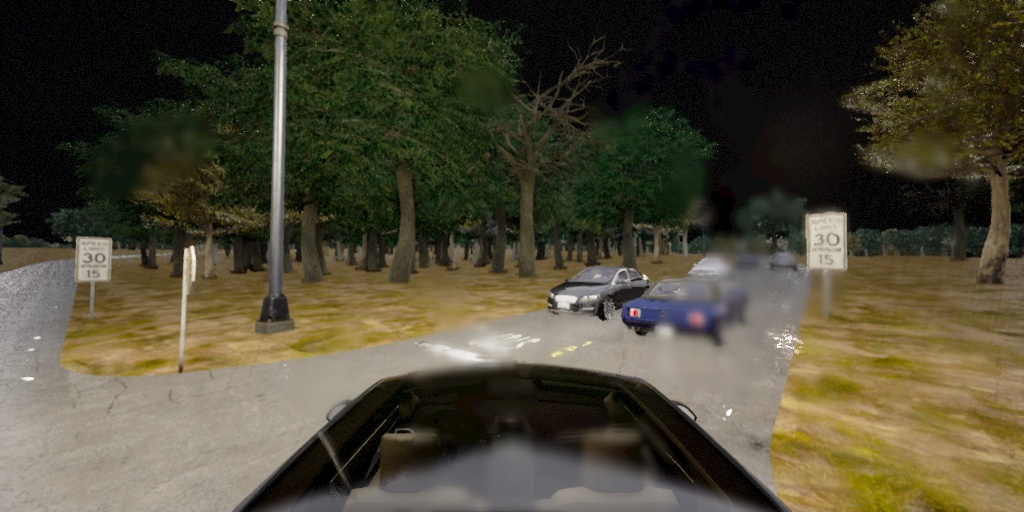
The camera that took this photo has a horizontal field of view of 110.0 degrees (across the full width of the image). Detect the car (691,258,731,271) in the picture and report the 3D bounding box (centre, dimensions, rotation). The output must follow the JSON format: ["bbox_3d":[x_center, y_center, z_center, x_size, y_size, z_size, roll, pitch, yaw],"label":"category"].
[{"bbox_3d":[13.309,0.887,23.900,1.812,1.442,4.674,-1,1,41],"label":"car"}]

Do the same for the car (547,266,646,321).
[{"bbox_3d":[3.078,1.105,12.006,2.128,1.511,4.902,-1,1,41],"label":"car"}]

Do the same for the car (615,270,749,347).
[{"bbox_3d":[4.572,1.212,8.991,1.895,1.301,4.718,-1,1,41],"label":"car"}]

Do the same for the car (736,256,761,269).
[{"bbox_3d":[24.934,0.703,37.763,1.895,1.301,4.718,0,1,38],"label":"car"}]

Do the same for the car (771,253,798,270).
[{"bbox_3d":[26.137,0.617,34.415,1.994,1.385,4.181,0,1,39],"label":"car"}]
